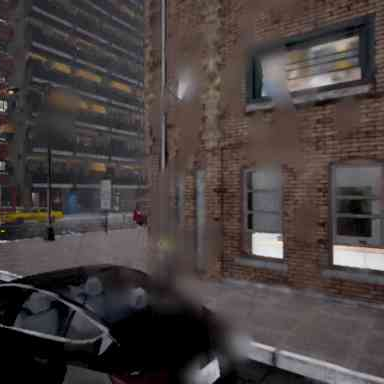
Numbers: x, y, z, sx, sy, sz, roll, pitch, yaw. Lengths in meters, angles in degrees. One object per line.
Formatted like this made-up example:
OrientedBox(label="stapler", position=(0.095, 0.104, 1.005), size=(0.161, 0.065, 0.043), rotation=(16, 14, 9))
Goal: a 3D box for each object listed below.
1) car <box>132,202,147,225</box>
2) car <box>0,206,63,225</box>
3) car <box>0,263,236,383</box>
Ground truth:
OrientedBox(label="car", position=(-2.583, 1.703, 26.738), size=(2.192, 1.841, 5.009), rotation=(-1, -2, 35))
OrientedBox(label="car", position=(-12.801, 1.820, 26.692), size=(1.752, 1.417, 4.829), rotation=(-1, -2, 35))
OrientedBox(label="car", position=(-1.558, 1.564, 3.987), size=(4.313, 1.339, 1.947), rotation=(0, 0, 36))
